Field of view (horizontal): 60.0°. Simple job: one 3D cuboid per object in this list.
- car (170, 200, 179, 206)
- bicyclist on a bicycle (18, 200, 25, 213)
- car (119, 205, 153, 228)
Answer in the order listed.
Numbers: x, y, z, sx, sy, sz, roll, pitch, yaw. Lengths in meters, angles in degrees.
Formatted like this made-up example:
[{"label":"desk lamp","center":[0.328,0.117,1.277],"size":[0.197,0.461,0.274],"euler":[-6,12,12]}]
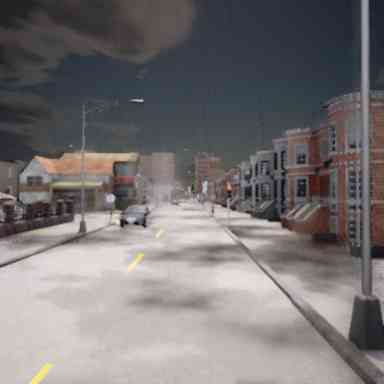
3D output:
[{"label":"car","center":[-4.007,2.606,77.465],"size":[2.033,1.411,5.357],"euler":[0,-1,0]},{"label":"bicyclist on a bicycle","center":[-21.594,1.809,42.044],"size":[0.582,1.620,1.656],"euler":[0,0,0]},{"label":"car","center":[-4.031,1.762,24.569],"size":[2.128,1.511,4.902],"euler":[0,-1,0]}]
